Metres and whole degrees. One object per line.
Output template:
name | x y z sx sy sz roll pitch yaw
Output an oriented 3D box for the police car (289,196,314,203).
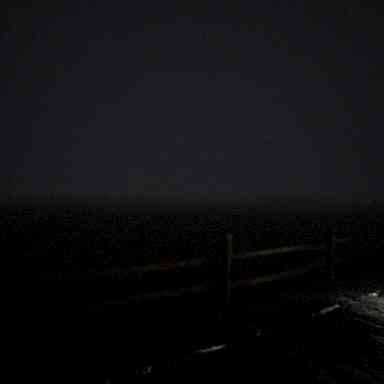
police car | 21.948 1.573 66.586 2.038 1.542 4.974 2 0 -36
